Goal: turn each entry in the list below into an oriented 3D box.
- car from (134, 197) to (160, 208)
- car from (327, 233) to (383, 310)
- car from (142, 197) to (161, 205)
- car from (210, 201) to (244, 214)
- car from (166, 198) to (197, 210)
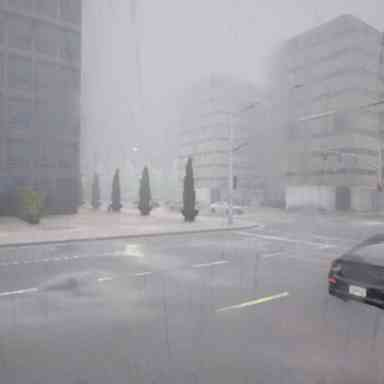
[{"bbox_3d":[-7.043,1.647,54.247,2.097,1.767,4.553,1,0,-36],"label":"car"},{"bbox_3d":[4.817,1.618,7.224,4.674,1.442,1.812,1,-1,-35],"label":"car"},{"bbox_3d":[-8.511,1.883,68.814,1.837,1.490,4.892,1,0,-35],"label":"car"},{"bbox_3d":[3.930,1.819,38.534,1.812,1.442,4.674,1,0,-35],"label":"car"},{"bbox_3d":[-1.275,1.895,45.974,1.895,1.301,4.718,1,0,-35],"label":"car"}]
